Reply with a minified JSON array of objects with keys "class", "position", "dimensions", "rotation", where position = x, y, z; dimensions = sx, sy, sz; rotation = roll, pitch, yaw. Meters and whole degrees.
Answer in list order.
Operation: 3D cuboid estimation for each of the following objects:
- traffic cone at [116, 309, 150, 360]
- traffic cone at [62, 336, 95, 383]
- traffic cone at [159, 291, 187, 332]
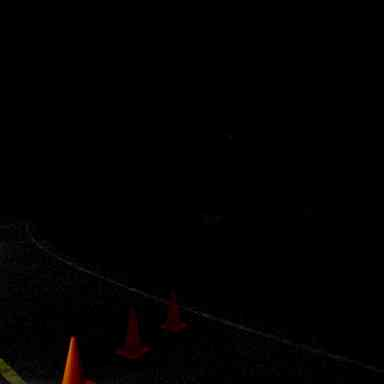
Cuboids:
[{"class":"traffic cone","position":[-0.824,1.939,4.640],"dimensions":[0.340,0.580,0.340],"rotation":[1,1,32]},{"class":"traffic cone","position":[-1.344,1.945,3.789],"dimensions":[0.340,0.580,0.340],"rotation":[1,1,31]},{"class":"traffic cone","position":[-0.305,1.932,5.490],"dimensions":[0.340,0.580,0.340],"rotation":[1,1,31]}]
